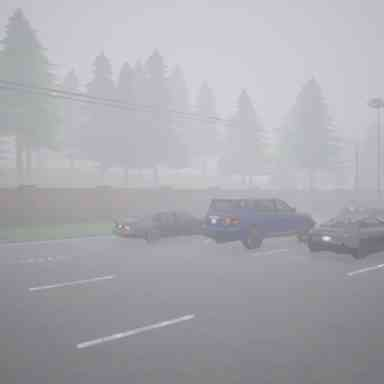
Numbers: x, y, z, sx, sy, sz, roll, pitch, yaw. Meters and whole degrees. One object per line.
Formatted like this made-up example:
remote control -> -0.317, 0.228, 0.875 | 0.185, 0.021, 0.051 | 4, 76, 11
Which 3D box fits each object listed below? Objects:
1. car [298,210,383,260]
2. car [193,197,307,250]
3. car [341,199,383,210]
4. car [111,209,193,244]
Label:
car -> 6.246, 1.566, 12.539 | 4.181, 1.385, 1.994 | 0, 0, -35
car -> 3.054, 1.225, 14.572 | 5.566, 2.045, 2.150 | 0, 0, -35
car -> 13.947, 1.357, 26.639 | 4.553, 1.767, 2.097 | 0, 0, -35
car -> -1.071, 1.549, 15.954 | 5.357, 1.411, 2.033 | 0, 0, -35
